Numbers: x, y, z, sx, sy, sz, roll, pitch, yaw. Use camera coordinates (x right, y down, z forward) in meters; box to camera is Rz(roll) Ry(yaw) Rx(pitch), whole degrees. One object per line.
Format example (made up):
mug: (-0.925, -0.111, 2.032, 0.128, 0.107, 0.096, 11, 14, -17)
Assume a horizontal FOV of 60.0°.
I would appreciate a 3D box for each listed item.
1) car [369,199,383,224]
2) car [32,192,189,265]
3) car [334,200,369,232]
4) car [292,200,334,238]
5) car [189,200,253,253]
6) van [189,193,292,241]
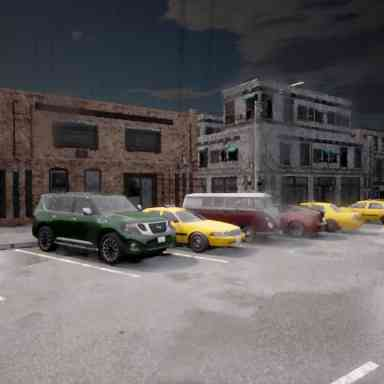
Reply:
car: (11.135, 1.223, 21.413, 5.366, 1.575, 1.946, 0, 1, 35)
car: (-3.148, 1.032, 11.250, 5.566, 2.045, 2.435, 0, 0, 35)
car: (6.316, 1.241, 18.077, 5.366, 1.575, 1.946, 0, 1, 35)
car: (4.031, 1.283, 16.312, 4.792, 1.488, 2.163, 0, 1, 35)
car: (-0.610, 1.269, 12.841, 5.366, 1.575, 1.946, 0, 0, 35)
van: (1.746, 1.037, 14.558, 4.442, 1.987, 1.878, 0, 0, 35)
